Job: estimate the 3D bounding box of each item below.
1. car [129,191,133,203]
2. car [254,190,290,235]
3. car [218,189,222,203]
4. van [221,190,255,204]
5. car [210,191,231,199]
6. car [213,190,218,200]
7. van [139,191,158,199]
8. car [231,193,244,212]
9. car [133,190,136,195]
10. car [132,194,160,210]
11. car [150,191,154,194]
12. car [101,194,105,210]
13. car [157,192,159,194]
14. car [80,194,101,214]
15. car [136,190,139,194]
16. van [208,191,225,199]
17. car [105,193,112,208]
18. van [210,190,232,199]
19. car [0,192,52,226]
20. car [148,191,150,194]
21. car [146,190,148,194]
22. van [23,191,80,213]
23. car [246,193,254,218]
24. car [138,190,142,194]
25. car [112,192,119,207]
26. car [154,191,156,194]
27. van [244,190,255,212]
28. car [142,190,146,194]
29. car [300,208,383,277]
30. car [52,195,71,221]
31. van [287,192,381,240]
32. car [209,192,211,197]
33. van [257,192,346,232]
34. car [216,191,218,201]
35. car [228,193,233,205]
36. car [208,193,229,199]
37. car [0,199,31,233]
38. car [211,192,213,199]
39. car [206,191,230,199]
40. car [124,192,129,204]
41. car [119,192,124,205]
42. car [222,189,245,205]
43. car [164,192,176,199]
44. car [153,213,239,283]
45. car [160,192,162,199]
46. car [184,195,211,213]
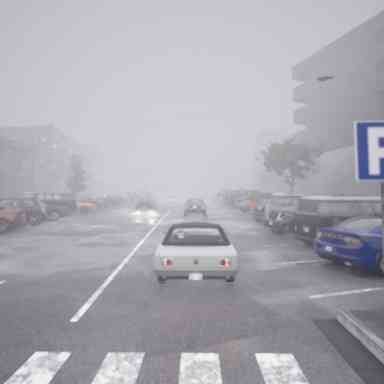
[{"bbox_3d":[-11.176,0.941,46.196,5.008,1.535,2.097,-1,1,-20],"label":"car"},{"bbox_3d":[6.133,1.066,15.661,5.566,2.045,2.435,1,1,-18],"label":"car"},{"bbox_3d":[6.658,0.742,42.738,5.566,2.045,2.435,0,0,-20],"label":"car"},{"bbox_3d":[6.741,0.698,48.761,4.442,1.987,1.878,1,0,-20],"label":"van"},{"bbox_3d":[6.724,0.767,78.642,4.553,1.767,2.185,1,-1,-19],"label":"car"},{"bbox_3d":[6.455,0.887,51.652,5.366,1.575,1.946,1,1,-20],"label":"car"},{"bbox_3d":[-11.122,0.741,84.300,4.442,1.987,1.878,-1,-1,-19],"label":"van"},{"bbox_3d":[6.510,1.138,30.688,4.892,1.521,2.231,1,1,-19],"label":"car"},{"bbox_3d":[-11.154,0.784,49.136,4.553,1.767,2.185,-1,1,-20],"label":"car"},{"bbox_3d":[-4.836,1.190,35.514,1.895,1.301,4.718,0,1,0],"label":"car"},{"bbox_3d":[-11.169,0.580,66.719,5.566,2.045,2.435,-1,0,-20],"label":"car"},{"bbox_3d":[-11.148,1.111,31.519,5.008,1.535,2.097,-1,0,-20],"label":"car"},{"bbox_3d":[-11.035,0.926,78.484,4.792,1.488,2.163,-1,-1,-19],"label":"car"},{"bbox_3d":[-10.950,1.139,28.648,5.366,1.575,1.946,-1,0,-20],"label":"car"},{"bbox_3d":[-11.186,0.921,52.071,4.674,1.452,2.002,-1,0,-20],"label":"car"},{"bbox_3d":[6.796,0.888,93.575,4.442,1.987,1.878,1,-2,-19],"label":"van"},{"bbox_3d":[-11.125,1.106,34.465,4.792,1.488,2.163,-1,0,-20],"label":"car"},{"bbox_3d":[6.624,0.639,75.612,4.442,1.987,1.878,1,0,-19],"label":"van"},{"bbox_3d":[-11.035,1.122,19.760,4.553,1.767,2.185,-1,1,-20],"label":"car"},{"bbox_3d":[-11.327,0.827,63.739,5.366,1.575,1.946,-1,0,-20],"label":"car"},{"bbox_3d":[-11.169,0.834,60.865,5.008,1.535,2.097,-1,0,-20],"label":"car"},{"bbox_3d":[-11.221,0.956,25.602,4.442,1.987,1.878,-1,1,-20],"label":"van"},{"bbox_3d":[6.277,1.120,21.668,4.553,1.767,2.185,1,0,-19],"label":"car"},{"bbox_3d":[-11.149,0.734,55.002,4.553,1.767,2.185,-1,1,-20],"label":"car"},{"bbox_3d":[-11.172,1.043,37.392,5.008,1.535,2.097,-1,0,-20],"label":"car"},{"bbox_3d":[-11.100,0.853,72.603,4.892,1.521,2.231,-1,0,-20],"label":"car"},{"bbox_3d":[6.489,0.984,24.719,4.442,1.987,1.878,1,0,-19],"label":"van"},{"bbox_3d":[-11.165,0.842,57.934,5.008,1.535,2.097,-1,1,-20],"label":"car"},{"bbox_3d":[6.001,1.389,9.684,5.008,1.535,2.097,1,0,-18],"label":"car"},{"bbox_3d":[-11.094,1.214,22.704,5.008,1.535,2.097,-1,0,-20],"label":"car"},{"bbox_3d":[6.194,1.128,12.718,4.442,1.987,1.878,1,0,-18],"label":"van"},{"bbox_3d":[6.647,0.860,66.663,4.792,1.488,2.163,1,0,-20],"label":"car"},{"bbox_3d":[6.125,1.055,18.632,4.442,1.987,1.878,1,1,-18],"label":"van"},{"bbox_3d":[6.456,0.953,45.660,5.366,1.575,1.946,0,1,-20],"label":"car"},{"bbox_3d":[6.575,1.131,33.708,4.792,1.488,2.163,0,0,-19],"label":"car"},{"bbox_3d":[6.835,0.992,84.645,4.792,1.488,2.163,1,-1,-19],"label":"car"},{"bbox_3d":[-11.065,1.312,16.792,4.792,1.488,2.163,-1,1,-20],"label":"car"},{"bbox_3d":[6.662,0.616,54.718,5.566,2.045,2.435,1,0,-20],"label":"car"},{"bbox_3d":[6.820,0.754,87.612,5.566,2.045,2.435,1,-1,-19],"label":"car"},{"bbox_3d":[-11.170,0.976,43.259,4.892,1.521,2.231,-1,1,-20],"label":"car"},{"bbox_3d":[-11.167,1.010,40.326,4.892,1.521,2.231,-1,1,-20],"label":"car"},{"bbox_3d":[6.620,0.814,36.720,5.566,2.045,2.435,1,0,-19],"label":"car"},{"bbox_3d":[-4.651,0.817,77.800,2.128,1.511,4.902,0,0,0],"label":"car"},{"bbox_3d":[0.111,1.496,9.320,1.895,1.301,4.718,0,1,1],"label":"car"},{"bbox_3d":[-10.984,1.049,87.271,4.674,1.452,2.002,-1,-1,-19],"label":"car"},{"bbox_3d":[0.268,1.216,28.434,2.033,1.411,5.357,0,1,1],"label":"car"}]
